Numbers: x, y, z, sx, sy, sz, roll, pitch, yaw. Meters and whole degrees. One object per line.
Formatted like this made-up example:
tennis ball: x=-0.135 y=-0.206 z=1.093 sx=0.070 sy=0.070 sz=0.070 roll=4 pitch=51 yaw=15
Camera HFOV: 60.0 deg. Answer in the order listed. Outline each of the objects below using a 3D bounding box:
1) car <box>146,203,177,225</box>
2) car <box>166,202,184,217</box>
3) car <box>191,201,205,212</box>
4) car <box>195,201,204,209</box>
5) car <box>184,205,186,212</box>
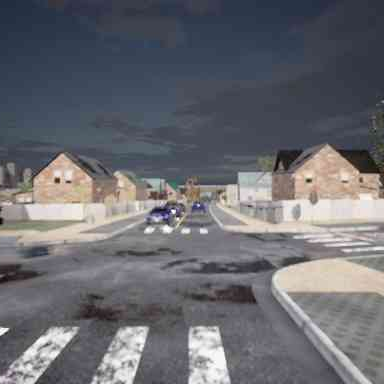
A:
car: x=-2.587 y=1.909 z=27.563 sx=1.812 sy=1.442 sz=4.674 roll=0 pitch=-1 yaw=2
car: x=-2.328 y=1.903 z=37.870 sx=2.097 sy=1.767 sz=4.553 roll=0 pitch=-1 yaw=1
car: x=0.994 y=2.133 z=50.485 sx=2.097 sy=1.767 sz=4.553 roll=0 pitch=-1 yaw=2
car: x=1.669 y=2.686 z=69.803 sx=1.812 sy=1.442 sz=4.674 roll=0 pitch=-1 yaw=3
car: x=-1.954 y=2.299 z=50.304 sx=1.812 sy=1.442 sz=4.674 roll=0 pitch=-1 yaw=2
